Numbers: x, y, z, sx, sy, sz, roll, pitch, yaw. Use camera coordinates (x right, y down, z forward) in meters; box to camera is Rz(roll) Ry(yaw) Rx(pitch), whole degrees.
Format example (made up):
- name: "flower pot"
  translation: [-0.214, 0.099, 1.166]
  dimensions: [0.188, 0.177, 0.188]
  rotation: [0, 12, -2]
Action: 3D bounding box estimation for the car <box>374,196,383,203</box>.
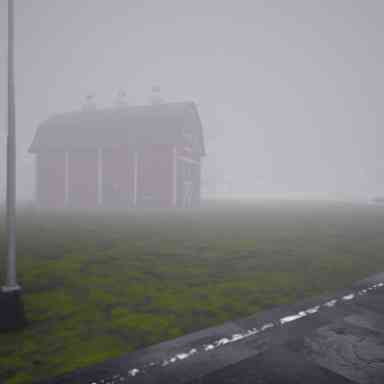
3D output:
- name: "car"
  translation: [31.357, 1.276, 53.604]
  dimensions: [1.895, 1.301, 4.718]
  rotation: [1, 0, 4]
